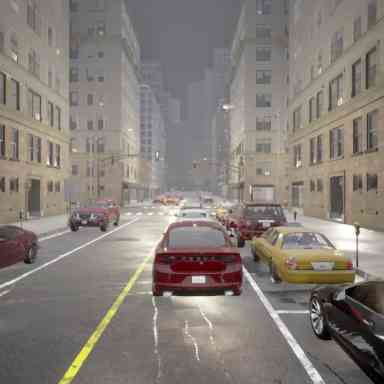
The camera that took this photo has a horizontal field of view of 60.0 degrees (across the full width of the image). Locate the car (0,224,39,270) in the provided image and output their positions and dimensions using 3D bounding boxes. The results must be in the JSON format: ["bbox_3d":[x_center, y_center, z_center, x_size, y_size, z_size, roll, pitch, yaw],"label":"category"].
[{"bbox_3d":[-5.760,1.577,9.187,1.802,1.307,4.206,0,0,0],"label":"car"}]

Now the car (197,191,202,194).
[{"bbox_3d":[2.774,1.024,90.483,1.967,1.590,4.097,1,0,0],"label":"car"}]

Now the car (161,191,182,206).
[{"bbox_3d":[-3.147,1.204,51.783,2.097,1.767,4.553,0,0,2],"label":"car"}]

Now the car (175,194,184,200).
[{"bbox_3d":[-2.998,1.184,80.786,1.812,1.442,4.674,0,0,0],"label":"car"}]

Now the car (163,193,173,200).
[{"bbox_3d":[-5.752,1.108,79.644,1.967,1.590,4.097,1,0,0],"label":"car"}]

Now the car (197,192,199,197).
[{"bbox_3d":[2.772,1.250,79.639,1.802,1.307,4.206,1,0,0],"label":"car"}]

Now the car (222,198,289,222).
[{"bbox_3d":[2.768,1.302,14.734,2.192,1.841,5.009,0,0,0],"label":"car"}]

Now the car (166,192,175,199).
[{"bbox_3d":[-5.750,0.899,90.488,2.192,1.841,5.009,1,0,0],"label":"car"}]

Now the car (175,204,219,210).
[{"bbox_3d":[0.099,1.510,16.191,1.812,1.442,4.674,0,0,0],"label":"car"}]

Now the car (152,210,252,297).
[{"bbox_3d":[0.073,1.473,8.650,1.882,1.535,5.008,0,0,-1],"label":"car"}]

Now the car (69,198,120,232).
[{"bbox_3d":[-5.757,1.291,20.292,2.192,1.841,5.009,0,0,0],"label":"car"}]

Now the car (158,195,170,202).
[{"bbox_3d":[-5.754,1.292,68.798,1.887,1.381,4.507,1,0,0],"label":"car"}]

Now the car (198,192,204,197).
[{"bbox_3d":[2.772,1.271,68.959,1.752,1.417,4.829,1,0,0],"label":"car"}]

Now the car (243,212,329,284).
[{"bbox_3d":[2.766,1.520,9.349,1.752,1.417,4.829,0,0,0],"label":"car"}]

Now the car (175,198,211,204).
[{"bbox_3d":[0.074,1.454,25.333,2.128,1.511,4.902,0,0,0],"label":"car"}]

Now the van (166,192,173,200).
[{"bbox_3d":[-5.750,0.968,85.066,1.690,1.788,3.998,1,0,0],"label":"van"}]

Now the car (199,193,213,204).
[{"bbox_3d":[2.770,1.367,57.943,2.008,1.369,4.403,0,0,0],"label":"car"}]

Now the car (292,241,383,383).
[{"bbox_3d":[2.765,1.566,3.628,1.947,1.339,4.313,0,0,0],"label":"car"}]

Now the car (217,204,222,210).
[{"bbox_3d":[2.767,1.558,20.285,1.802,1.307,4.206,0,0,0],"label":"car"}]

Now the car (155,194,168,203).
[{"bbox_3d":[-5.753,1.224,63.374,1.967,1.590,4.097,1,0,0],"label":"car"}]

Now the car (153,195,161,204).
[{"bbox_3d":[-5.755,1.361,57.951,1.887,1.381,4.507,0,0,0],"label":"car"}]
